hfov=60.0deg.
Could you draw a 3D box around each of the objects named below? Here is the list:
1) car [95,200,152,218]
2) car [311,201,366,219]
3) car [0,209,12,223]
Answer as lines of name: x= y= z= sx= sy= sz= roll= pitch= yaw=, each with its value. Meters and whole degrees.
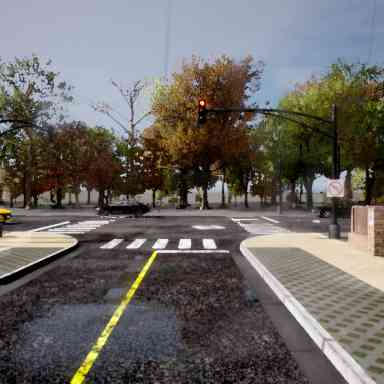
car: x=-6.061 y=1.480 z=29.571 sx=4.902 sy=1.511 sz=2.128 roll=0 pitch=0 yaw=0
car: x=13.156 y=1.563 z=29.557 sx=4.892 sy=1.490 sz=1.837 roll=0 pitch=0 yaw=0
car: x=-15.084 y=1.423 z=22.880 sx=5.008 sy=1.535 sz=1.882 roll=0 pitch=0 yaw=0
